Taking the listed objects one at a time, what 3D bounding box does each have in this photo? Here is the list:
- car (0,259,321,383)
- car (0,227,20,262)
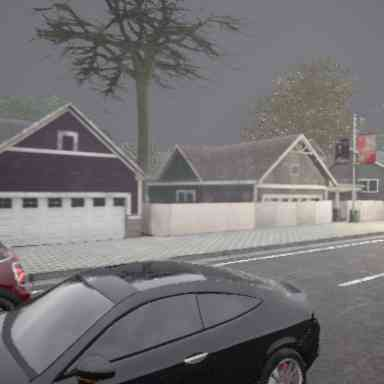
[{"bbox_3d":[-0.671,1.490,3.243,4.674,1.442,1.812,0,1,-34],"label":"car"},{"bbox_3d":[-4.689,1.272,4.454,4.553,1.767,2.097,0,1,-34],"label":"car"}]
